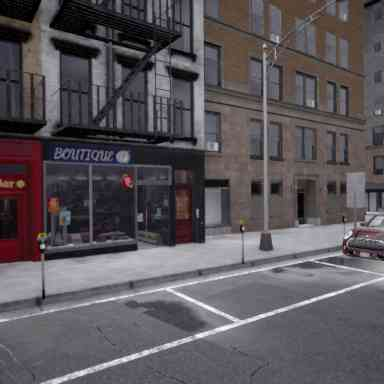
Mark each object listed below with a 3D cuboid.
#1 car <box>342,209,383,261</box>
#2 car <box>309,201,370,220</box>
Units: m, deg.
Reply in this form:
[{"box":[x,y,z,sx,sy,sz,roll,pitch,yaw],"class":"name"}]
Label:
[{"box":[7.023,1.442,11.576,4.097,1.590,1.967,0,-1,-36],"class":"car"},{"box":[13.905,1.664,31.685,1.882,1.535,5.008,-1,0,-37],"class":"car"}]
